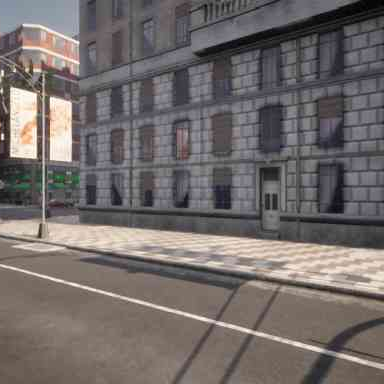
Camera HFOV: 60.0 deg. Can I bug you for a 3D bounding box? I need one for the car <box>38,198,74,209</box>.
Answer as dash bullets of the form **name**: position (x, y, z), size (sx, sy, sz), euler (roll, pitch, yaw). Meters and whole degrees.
- **car**: position (-18.065, 1.526, 44.377), size (1.812, 1.442, 4.674), euler (0, 0, 36)
